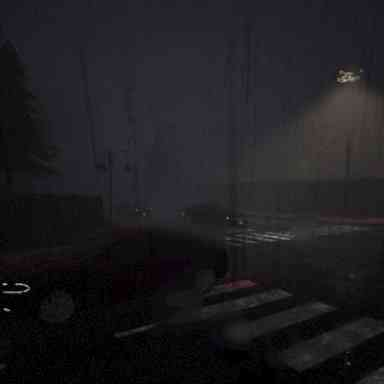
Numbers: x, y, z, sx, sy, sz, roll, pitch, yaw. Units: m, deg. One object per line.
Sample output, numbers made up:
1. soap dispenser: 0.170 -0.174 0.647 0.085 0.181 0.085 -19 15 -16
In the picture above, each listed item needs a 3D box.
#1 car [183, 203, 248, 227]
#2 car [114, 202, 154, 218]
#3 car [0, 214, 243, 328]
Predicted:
1. car: 1.327 1.459 20.621 2.128 1.511 4.902 0 0 -36
2. car: -5.281 1.567 29.871 1.895 1.301 4.718 0 0 -35
3. car: -1.440 1.475 7.153 5.008 1.535 1.882 0 0 -36
